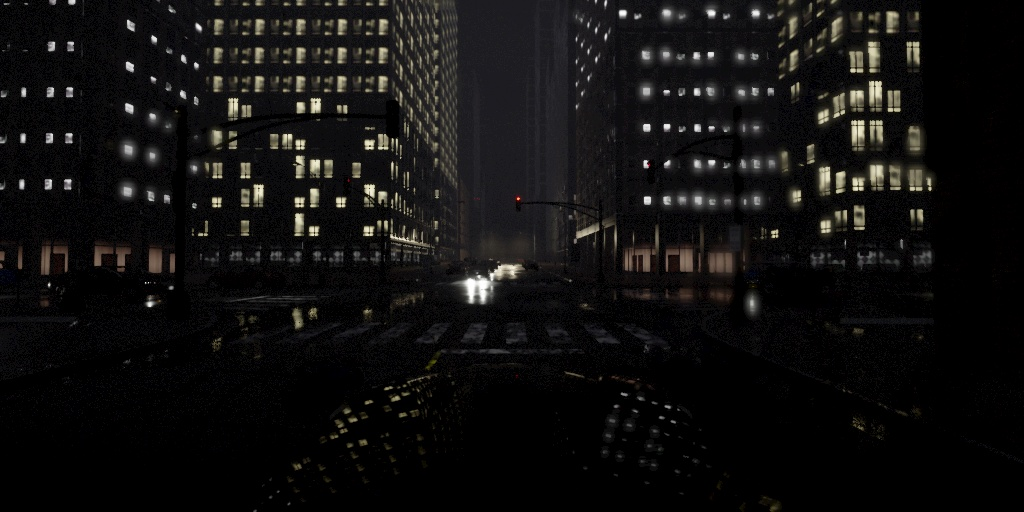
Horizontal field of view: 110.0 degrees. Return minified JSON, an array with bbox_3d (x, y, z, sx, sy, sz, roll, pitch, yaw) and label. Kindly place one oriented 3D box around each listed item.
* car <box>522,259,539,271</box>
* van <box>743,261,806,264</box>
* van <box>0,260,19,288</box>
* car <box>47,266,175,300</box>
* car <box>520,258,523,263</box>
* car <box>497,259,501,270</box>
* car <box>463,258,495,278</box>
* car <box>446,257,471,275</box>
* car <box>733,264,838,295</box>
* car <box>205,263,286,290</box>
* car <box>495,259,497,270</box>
[{"bbox_3d":[2.692,1.350,48.878,1.802,1.307,4.207,0,0,0],"label":"car"},{"bbox_3d":[15.982,1.210,22.155,3.998,1.789,1.690,0,0,0],"label":"van"},{"bbox_3d":[-33.437,1.132,22.269,3.998,1.789,1.690,0,0,0],"label":"van"},{"bbox_3d":[-18.087,1.191,16.459,4.902,1.511,2.128,0,-1,0],"label":"car"},{"bbox_3d":[2.693,1.298,60.204,1.751,1.417,4.829,0,0,0],"label":"car"},{"bbox_3d":[-3.095,1.334,53.559,1.994,1.385,4.181,0,0,0],"label":"car"},{"bbox_3d":[-3.097,1.254,34.366,2.128,1.511,4.902,0,0,0],"label":"car"},{"bbox_3d":[-5.689,1.203,37.667,1.967,1.591,4.097,0,0,0],"label":"car"},{"bbox_3d":[14.874,1.322,19.584,4.892,1.490,1.837,0,-1,0],"label":"car"},{"bbox_3d":[-16.492,1.255,22.230,4.097,1.591,1.967,0,0,0],"label":"car"},{"bbox_3d":[-3.092,1.292,43.587,1.812,1.442,4.674,0,0,0],"label":"car"}]
